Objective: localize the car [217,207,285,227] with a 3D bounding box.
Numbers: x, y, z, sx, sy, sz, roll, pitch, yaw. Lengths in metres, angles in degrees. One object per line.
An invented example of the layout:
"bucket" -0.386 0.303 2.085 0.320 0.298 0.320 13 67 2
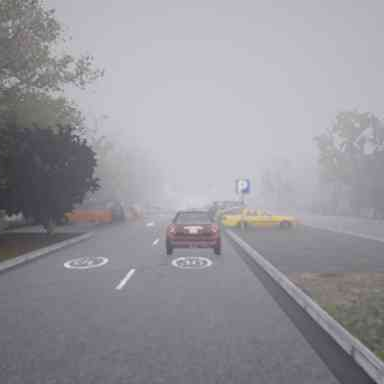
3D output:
"car" 4.523 1.910 25.977 4.892 1.521 2.231 0 -2 0

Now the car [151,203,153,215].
"car" -8.555 2.725 48.339 4.892 1.521 2.231 0 -2 0

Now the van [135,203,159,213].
"van" -8.685 3.183 64.937 4.442 1.987 1.878 0 -3 0

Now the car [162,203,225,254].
"car" 0.066 1.501 14.378 2.097 1.767 4.553 0 -1 0

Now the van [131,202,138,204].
"van" -8.673 2.083 37.274 4.442 1.987 1.878 0 -2 0

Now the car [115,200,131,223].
"car" -8.580 1.754 28.973 5.566 2.045 2.435 0 -2 0

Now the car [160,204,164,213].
"car" -3.596 2.951 53.744 1.837 1.490 4.892 0 -2 0

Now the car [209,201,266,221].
"car" 4.553 1.945 34.302 5.566 2.045 2.435 0 -2 0

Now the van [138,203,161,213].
"van" -8.686 3.325 67.578 4.442 1.987 1.878 0 -3 0

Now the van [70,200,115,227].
"van" -8.669 1.688 26.082 4.442 1.987 1.878 0 -2 0

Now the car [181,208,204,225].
"car" 0.061 2.134 30.264 1.994 1.385 4.181 0 -2 0

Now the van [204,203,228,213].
"van" 4.628 3.174 64.799 4.442 1.987 1.878 0 -3 0

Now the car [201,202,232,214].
"car" 4.484 3.000 62.028 5.566 2.045 2.435 0 -3 0

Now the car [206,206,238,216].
"car" 4.548 2.850 50.936 4.792 1.488 2.163 0 -2 0

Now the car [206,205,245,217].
"car" 4.515 2.612 45.390 5.008 1.535 2.097 0 -2 0

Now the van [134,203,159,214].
"van" -8.451 3.028 62.038 4.442 1.987 1.878 0 -3 0

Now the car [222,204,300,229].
"car" 4.716 1.826 23.210 5.366 1.575 1.946 0 -2 0

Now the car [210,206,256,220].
"car" 4.494 2.329 37.066 4.792 1.488 2.163 0 -2 0

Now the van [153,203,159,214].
"van" -8.448 2.810 56.651 4.442 1.987 1.878 0 -2 0

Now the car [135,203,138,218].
"car" -8.548 2.206 34.497 4.892 1.521 2.231 0 -2 0

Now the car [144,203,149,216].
"car" -8.553 2.512 42.677 5.008 1.535 2.097 0 -2 0

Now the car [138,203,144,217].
"car" -8.526 2.287 40.038 4.553 1.767 2.185 0 -2 0

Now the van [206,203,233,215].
"van" 4.632 2.803 56.495 4.442 1.987 1.878 0 -2 0

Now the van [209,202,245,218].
"van" 4.405 2.282 42.624 4.442 1.987 1.878 0 -2 0

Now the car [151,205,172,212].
"car" -8.553 4.642 92.602 5.566 2.045 2.435 0 -3 0

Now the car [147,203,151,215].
"car" -8.555 2.620 45.571 5.008 1.535 2.097 0 -2 0

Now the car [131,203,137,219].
"car" -8.368 2.100 31.731 5.366 1.575 1.946 0 -2 0

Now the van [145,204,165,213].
"van" -8.691 3.918 78.643 4.442 1.987 1.878 0 -3 0

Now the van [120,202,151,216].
"van" -8.679 2.602 51.115 4.442 1.987 1.878 0 -2 0

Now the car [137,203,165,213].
"car" -8.543 3.448 70.347 5.566 2.045 2.435 0 -3 0

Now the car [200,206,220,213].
"car" 4.496 4.442 84.193 4.892 1.521 2.231 0 -3 0

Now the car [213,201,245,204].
"car" 4.495 1.969 31.528 4.553 1.767 2.185 0 -2 0

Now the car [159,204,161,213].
"car" -8.571 3.140 59.411 5.008 1.535 2.097 0 -2 0
